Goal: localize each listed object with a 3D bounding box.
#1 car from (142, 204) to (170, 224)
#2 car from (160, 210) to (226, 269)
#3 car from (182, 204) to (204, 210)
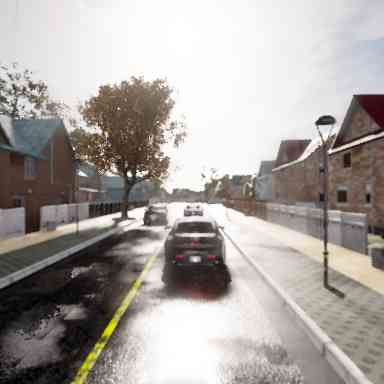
[{"bbox_3d":[-2.838,1.743,27.097,2.128,1.511,4.902,0,-1,0],"label":"car"},{"bbox_3d":[0.096,1.602,11.491,1.837,1.490,4.892,0,-1,0],"label":"car"},{"bbox_3d":[0.110,1.832,30.127,2.033,1.411,5.357,0,-1,0],"label":"car"}]
